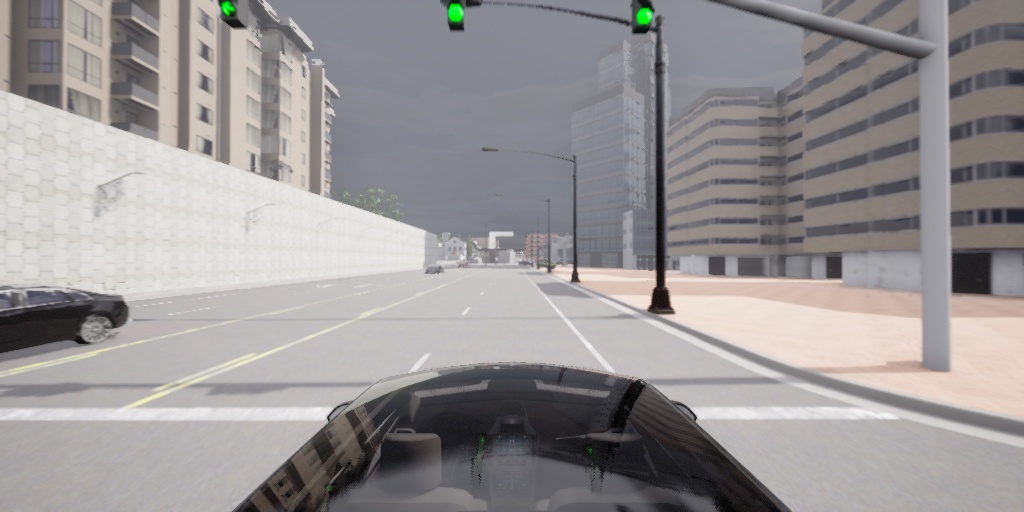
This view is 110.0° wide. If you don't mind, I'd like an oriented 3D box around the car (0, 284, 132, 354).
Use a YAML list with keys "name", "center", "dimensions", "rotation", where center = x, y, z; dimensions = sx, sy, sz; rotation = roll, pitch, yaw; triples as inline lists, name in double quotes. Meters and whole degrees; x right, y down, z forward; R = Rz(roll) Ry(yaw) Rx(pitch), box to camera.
- name: "car"
  center: [-10.509, 1.347, 6.912]
  dimensions: [2.128, 1.511, 4.902]
  rotation: [0, 0, 0]

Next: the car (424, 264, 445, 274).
- name: "car"
  center: [-10.482, 1.768, 48.809]
  dimensions: [1.812, 1.442, 4.674]
  rotation: [0, 0, 0]
